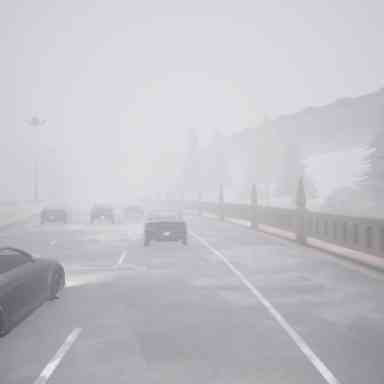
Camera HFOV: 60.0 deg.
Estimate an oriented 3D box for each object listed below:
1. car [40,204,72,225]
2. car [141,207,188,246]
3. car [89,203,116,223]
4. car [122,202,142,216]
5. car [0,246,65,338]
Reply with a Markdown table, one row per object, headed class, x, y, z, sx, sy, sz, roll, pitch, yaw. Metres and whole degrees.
| class | x | y | z | sx | sy | sz | roll | pitch | yaw |
| --- | --- | --- | --- | --- | --- | --- | --- | --- | --- |
| car | -10.737 | 1.694 | 26.512 | 1.882 | 1.535 | 5.008 | 0 | 0 | -15 |
| car | -1.382 | 1.580 | 16.131 | 1.882 | 1.535 | 5.008 | 0 | 0 | -8 |
| car | -7.512 | 1.711 | 27.931 | 1.837 | 1.490 | 4.892 | 0 | 0 | -15 |
| car | -6.477 | 1.776 | 36.546 | 1.812 | 1.442 | 4.674 | 0 | 0 | -18 |
| car | -3.775 | 1.620 | 5.828 | 1.994 | 1.385 | 4.181 | 0 | 0 | -3 |
